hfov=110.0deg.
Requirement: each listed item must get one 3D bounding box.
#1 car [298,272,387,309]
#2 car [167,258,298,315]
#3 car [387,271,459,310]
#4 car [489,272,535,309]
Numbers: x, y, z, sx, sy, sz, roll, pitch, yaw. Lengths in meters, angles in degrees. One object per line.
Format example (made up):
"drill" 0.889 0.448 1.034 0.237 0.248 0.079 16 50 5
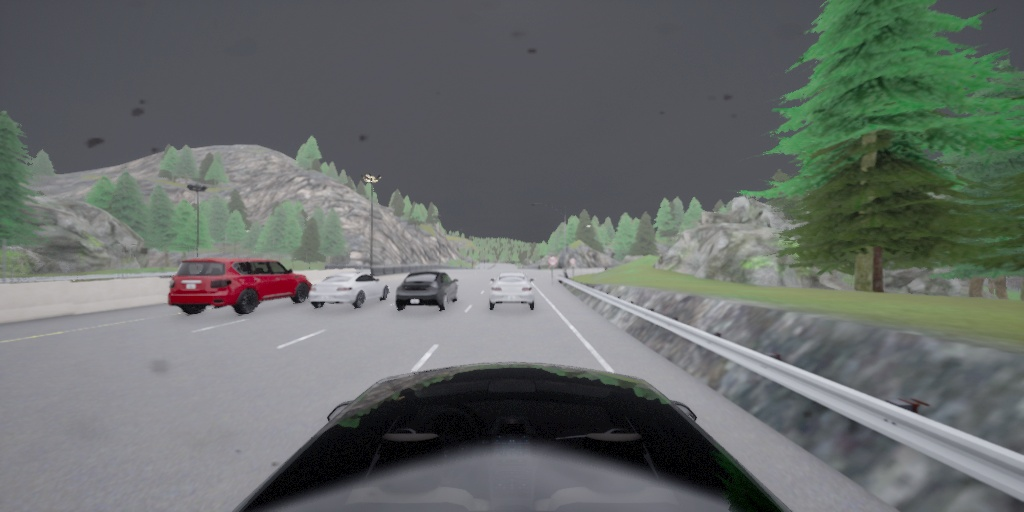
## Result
"car" -6.997 1.417 15.753 1.812 1.442 4.674 0 0 0
"car" -10.507 1.103 14.420 2.150 2.045 5.566 0 0 0
"car" -3.499 1.395 15.384 1.837 1.490 4.892 0 0 0
"car" 0.004 1.417 15.776 1.812 1.442 4.674 0 0 0
